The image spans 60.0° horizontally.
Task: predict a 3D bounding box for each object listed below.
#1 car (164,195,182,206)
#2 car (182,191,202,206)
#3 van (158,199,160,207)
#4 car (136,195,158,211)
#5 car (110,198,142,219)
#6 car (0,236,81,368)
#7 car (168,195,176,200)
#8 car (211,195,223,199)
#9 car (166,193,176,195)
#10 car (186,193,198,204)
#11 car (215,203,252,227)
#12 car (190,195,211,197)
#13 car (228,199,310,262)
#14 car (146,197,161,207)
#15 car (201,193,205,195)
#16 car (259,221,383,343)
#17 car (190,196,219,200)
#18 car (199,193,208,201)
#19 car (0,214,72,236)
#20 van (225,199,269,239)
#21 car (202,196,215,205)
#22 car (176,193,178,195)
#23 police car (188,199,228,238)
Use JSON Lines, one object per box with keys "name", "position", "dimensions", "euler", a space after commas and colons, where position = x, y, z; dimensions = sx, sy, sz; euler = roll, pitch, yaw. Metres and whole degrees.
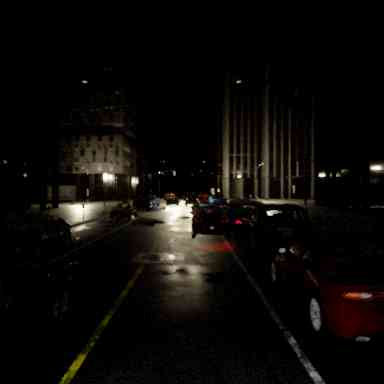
{"name": "car", "position": [-3.026, 1.532, 52.189], "dimensions": [1.895, 1.301, 4.718], "euler": [0, 0, 1]}
{"name": "car", "position": [0.013, 1.153, 52.183], "dimensions": [2.150, 2.045, 5.566], "euler": [0, 0, 0]}
{"name": "van", "position": [-5.757, 1.280, 45.206], "dimensions": [1.690, 1.788, 3.998], "euler": [0, 0, 0]}
{"name": "car", "position": [-5.760, 1.261, 39.681], "dimensions": [2.192, 1.841, 5.009], "euler": [0, 0, 0]}
{"name": "car", "position": [-5.763, 1.486, 28.462], "dimensions": [1.752, 1.417, 4.829], "euler": [0, 0, 0]}
{"name": "car", "position": [-3.099, 1.595, 4.305], "dimensions": [1.895, 1.301, 4.718], "euler": [0, 0, 0]}
{"name": "car", "position": [-5.743, 1.475, 94.581], "dimensions": [1.947, 1.339, 4.313], "euler": [0, 0, 0]}
{"name": "car", "position": [2.772, 1.394, 34.142], "dimensions": [1.967, 1.590, 4.097], "euler": [0, 0, 0]}
{"name": "car", "position": [-5.747, 1.225, 83.295], "dimensions": [2.192, 1.841, 5.009], "euler": [0, 0, 0]}
{"name": "car", "position": [0.015, 1.148, 62.931], "dimensions": [2.150, 2.045, 5.566], "euler": [0, 0, 0]}
{"name": "car", "position": [2.773, 1.519, 23.091], "dimensions": [2.008, 1.369, 4.403], "euler": [0, 0, 0]}
{"name": "car", "position": [0.908, 1.409, 33.696], "dimensions": [1.801, 1.575, 5.366], "euler": [0, 0, 0]}
{"name": "car", "position": [2.772, 1.298, 12.039], "dimensions": [2.192, 1.841, 5.009], "euler": [0, 0, 0]}
{"name": "car", "position": [-5.754, 1.458, 50.561], "dimensions": [1.752, 1.417, 4.829], "euler": [0, 0, 0]}
{"name": "car", "position": [2.772, 1.254, 45.192], "dimensions": [2.192, 1.841, 5.009], "euler": [0, 0, 0]}
{"name": "car", "position": [2.772, 1.536, 6.514], "dimensions": [1.887, 1.381, 4.507], "euler": [0, 0, 0]}
{"name": "car", "position": [0.907, 1.417, 27.696], "dimensions": [1.801, 1.575, 5.366], "euler": [0, 0, 0]}
{"name": "car", "position": [2.778, 1.226, 83.283], "dimensions": [2.192, 1.841, 5.009], "euler": [0, 0, 0]}
{"name": "car", "position": [-5.770, 1.534, 12.057], "dimensions": [2.008, 1.369, 4.403], "euler": [0, 0, 0]}
{"name": "van", "position": [2.772, 1.317, 17.565], "dimensions": [1.690, 1.788, 3.998], "euler": [0, 0, 0]}
{"name": "car", "position": [2.773, 1.472, 56.243], "dimensions": [1.887, 1.381, 4.507], "euler": [0, 0, 0]}
{"name": "car", "position": [-5.746, 1.224, 88.938], "dimensions": [2.192, 1.841, 5.009], "euler": [0, 0, 0]}
{"name": "police car", "position": [0.904, 1.401, 17.616], "dimensions": [1.930, 1.638, 5.238], "euler": [0, 0, 0]}
